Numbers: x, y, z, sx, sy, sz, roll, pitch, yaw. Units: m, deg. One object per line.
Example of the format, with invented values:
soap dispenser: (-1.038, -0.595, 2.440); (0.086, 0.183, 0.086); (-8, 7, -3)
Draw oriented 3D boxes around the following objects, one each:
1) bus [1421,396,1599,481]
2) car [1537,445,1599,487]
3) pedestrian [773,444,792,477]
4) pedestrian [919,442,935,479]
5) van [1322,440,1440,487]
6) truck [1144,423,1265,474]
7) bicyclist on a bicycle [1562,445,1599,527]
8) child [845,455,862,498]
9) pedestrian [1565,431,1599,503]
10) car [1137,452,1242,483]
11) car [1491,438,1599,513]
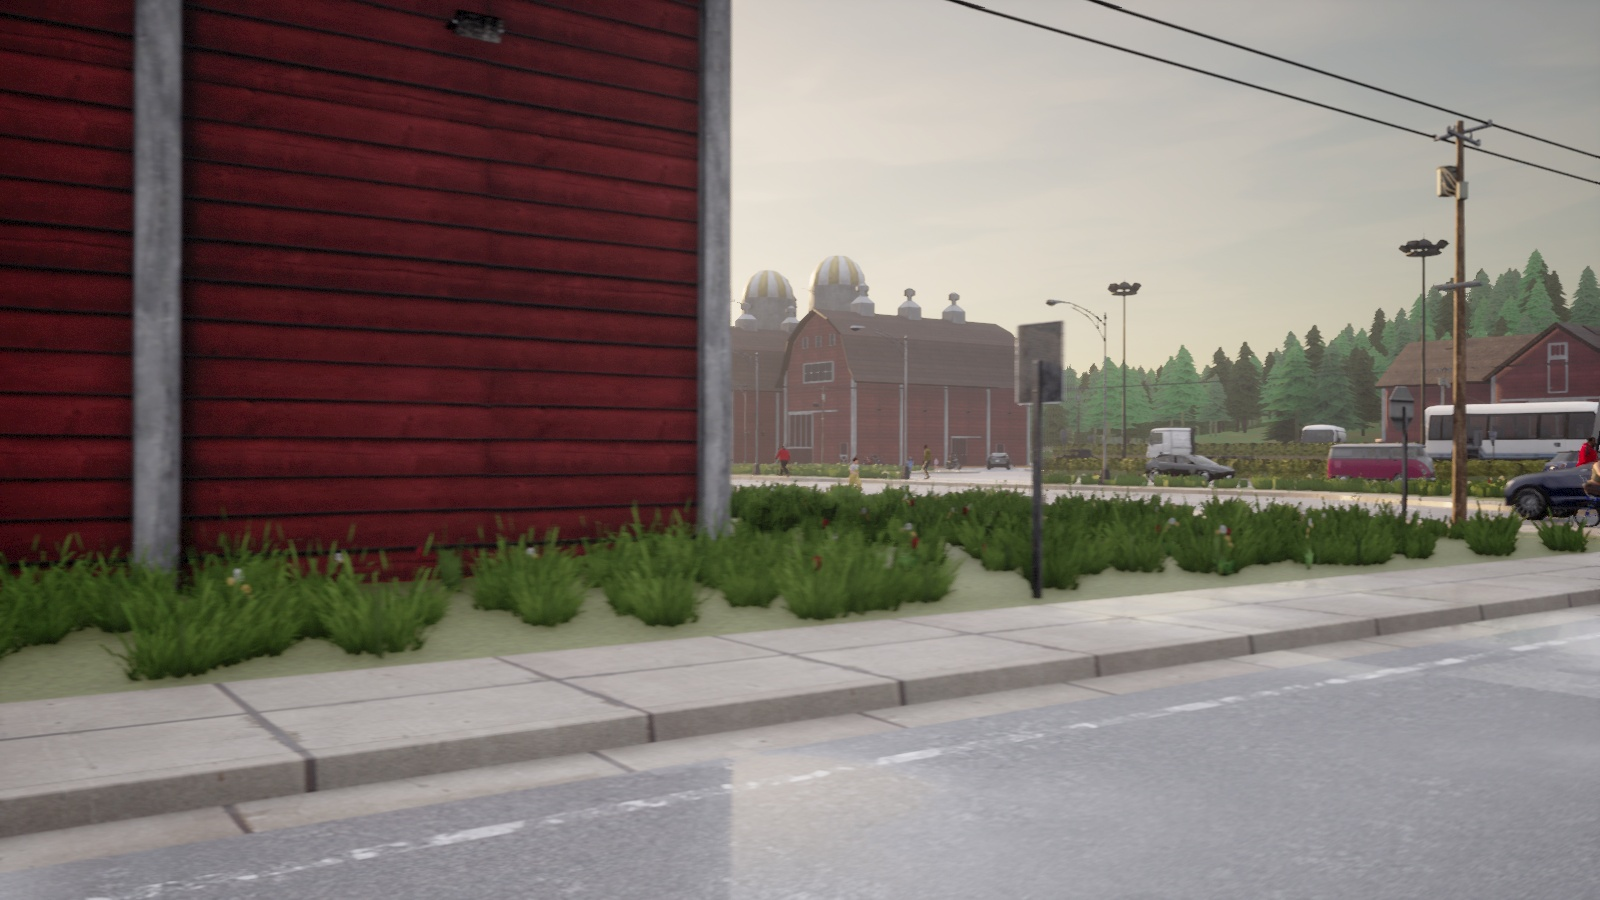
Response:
bus: (39.149, -0.551, 66.805); (3.944, 4.253, 10.273); (0, 0, -35)
car: (33.828, 0.661, 52.650); (4.553, 1.767, 2.097); (0, 0, 7)
pedestrian: (-0.944, 0.571, 68.818); (0.634, 1.844, 0.899); (0, 0, -36)
pedestrian: (6.325, 0.538, 62.672); (0.726, 1.835, 0.370); (0, 0, 32)
van: (25.907, 0.580, 56.108); (1.775, 1.987, 4.442); (0, 0, -42)
truck: (28.322, -0.081, 88.268); (2.891, 3.462, 7.936); (0, 0, -35)
bicyclist on a bicycle: (16.130, 0.708, 24.895); (0.866, 1.612, 1.509); (-1, 0, -31)
child: (1.576, 0.768, 37.015); (0.270, 1.263, 0.437); (0, 0, -36)
pedestrian: (20.437, 0.437, 32.519); (0.634, 1.844, 0.899); (0, 0, -35)
car: (19.862, 0.860, 64.171); (2.163, 1.488, 4.792); (0, 0, -35)
car: (18.424, 0.553, 27.830); (2.152, 1.651, 5.027); (0, 0, -42)
